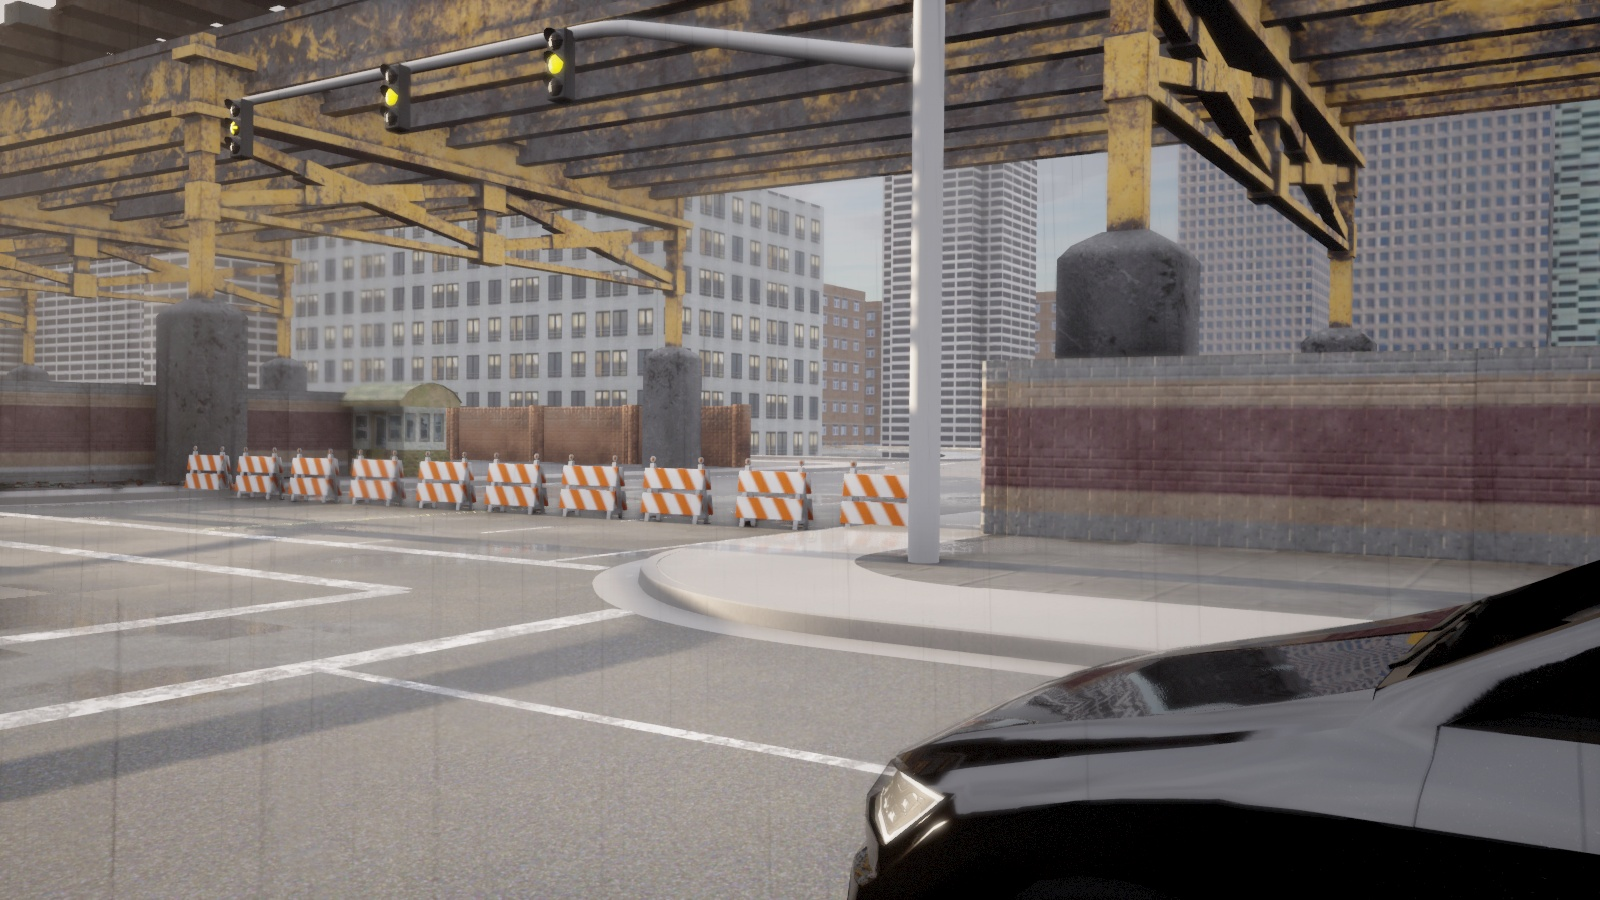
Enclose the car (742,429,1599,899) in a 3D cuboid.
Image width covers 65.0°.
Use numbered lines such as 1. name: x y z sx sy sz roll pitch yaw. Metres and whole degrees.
1. car: 2.136 0.696 2.204 4.193 1.474 1.816 0 1 34
